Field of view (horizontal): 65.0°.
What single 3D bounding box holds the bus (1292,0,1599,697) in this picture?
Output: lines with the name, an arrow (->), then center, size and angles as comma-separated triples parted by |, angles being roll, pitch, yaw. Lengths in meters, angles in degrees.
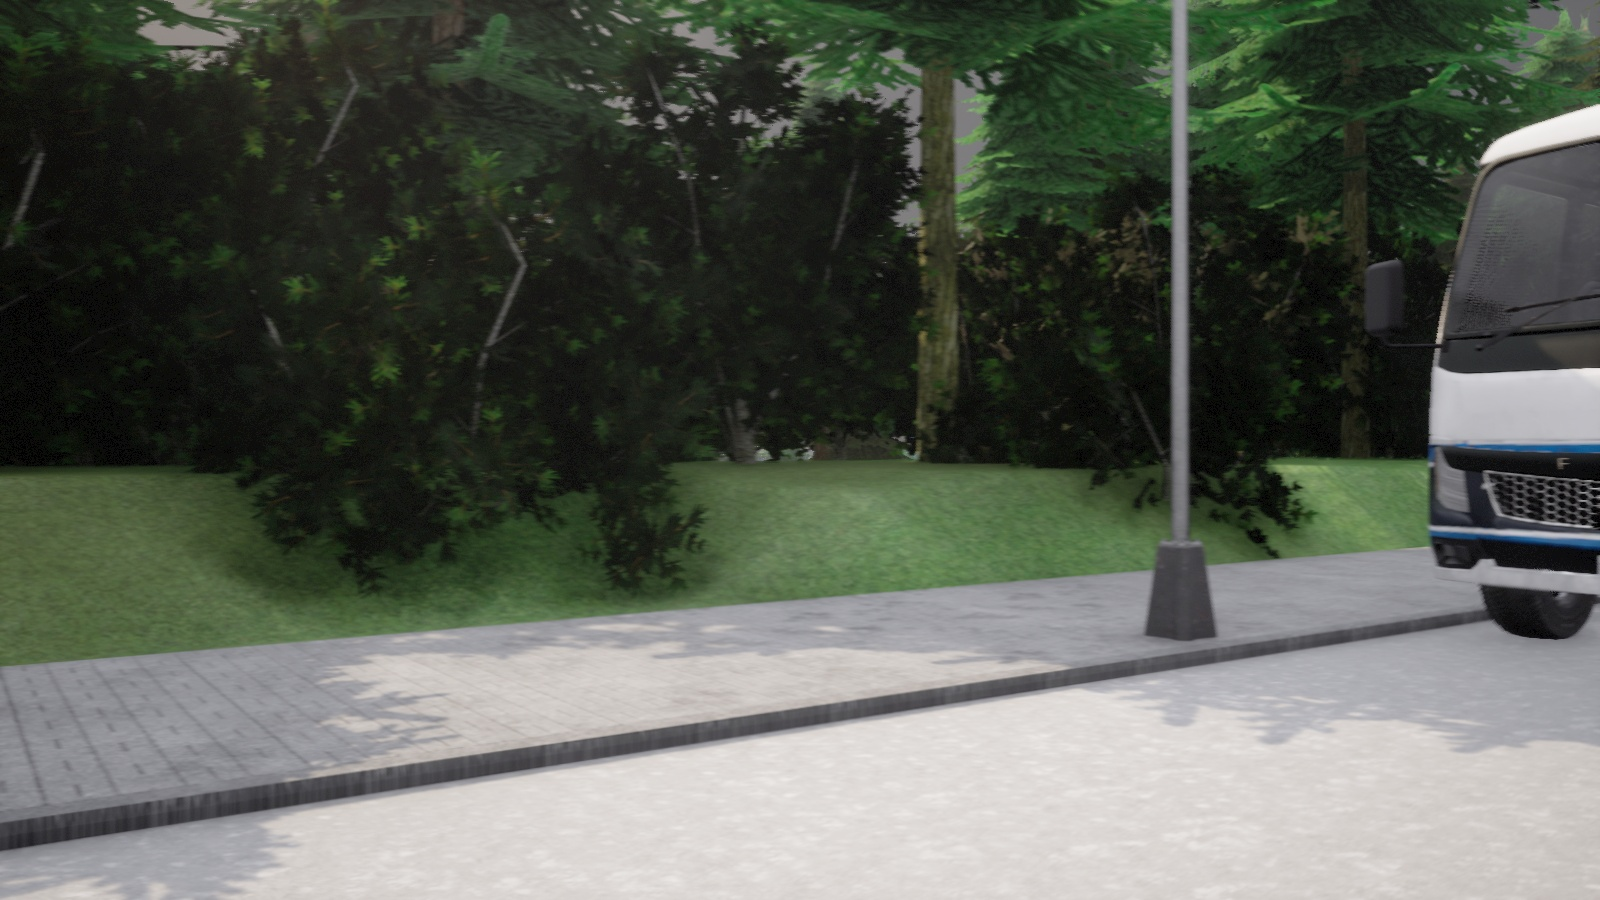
bus -> 8.964, -0.678, 10.514 | 10.273, 4.253, 3.944 | 0, 0, -35
